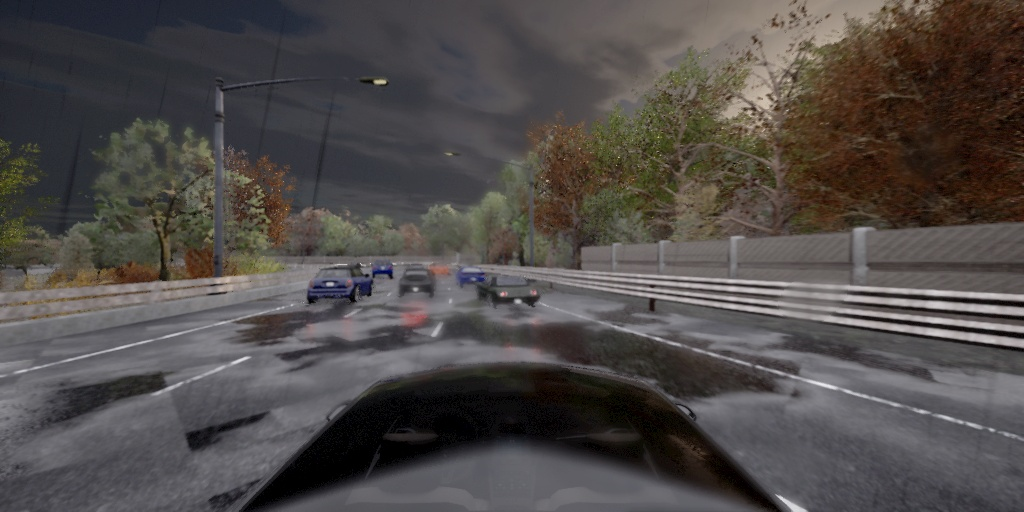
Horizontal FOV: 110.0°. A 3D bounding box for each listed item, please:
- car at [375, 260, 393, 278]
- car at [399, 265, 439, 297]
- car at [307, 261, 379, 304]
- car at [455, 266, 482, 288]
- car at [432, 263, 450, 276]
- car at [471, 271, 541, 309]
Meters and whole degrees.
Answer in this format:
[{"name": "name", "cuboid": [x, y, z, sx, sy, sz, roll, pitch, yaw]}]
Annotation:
[{"name": "car", "cuboid": [-14.951, 1.467, 41.235, 2.150, 2.045, 5.566, 0, -1, -22]}, {"name": "car", "cuboid": [-5.369, 1.485, 20.742, 1.837, 1.490, 4.892, 0, -1, -10]}, {"name": "car", "cuboid": [-8.474, 1.318, 18.159, 2.097, 1.767, 4.553, 0, -1, -9]}, {"name": "car", "cuboid": [-3.228, 1.521, 27.462, 1.882, 1.535, 5.008, 0, -1, -13]}, {"name": "car", "cuboid": [-9.431, 1.622, 45.857, 2.097, 1.767, 4.553, 0, -1, -22]}, {"name": "car", "cuboid": [-0.353, 1.507, 16.005, 1.895, 1.301, 4.718, 0, -1, -16]}]
